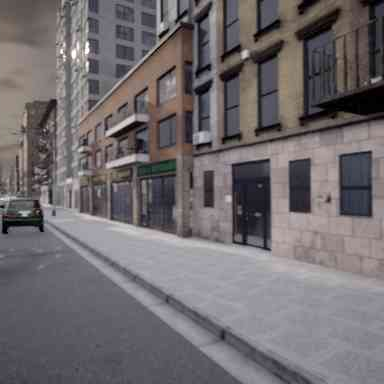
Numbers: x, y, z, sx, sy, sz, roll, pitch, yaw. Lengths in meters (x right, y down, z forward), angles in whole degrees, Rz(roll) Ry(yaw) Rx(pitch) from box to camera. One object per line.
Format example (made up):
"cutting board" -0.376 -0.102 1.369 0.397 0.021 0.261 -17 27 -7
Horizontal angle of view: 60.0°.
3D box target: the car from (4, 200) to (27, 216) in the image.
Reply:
"car" -20.159 1.765 37.916 2.128 1.511 4.902 0 -1 -29

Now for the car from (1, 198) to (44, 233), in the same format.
"car" -10.710 1.384 21.087 2.150 2.045 5.566 0 0 -29
